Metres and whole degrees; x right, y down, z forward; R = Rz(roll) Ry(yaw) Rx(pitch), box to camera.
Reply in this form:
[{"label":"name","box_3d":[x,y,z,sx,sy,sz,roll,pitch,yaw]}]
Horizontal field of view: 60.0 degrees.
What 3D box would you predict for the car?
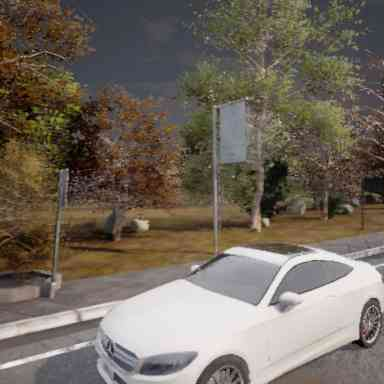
[{"label":"car","box_3d":[1.023,1.528,4.765,4.674,1.442,1.812,0,0,-36]}]
